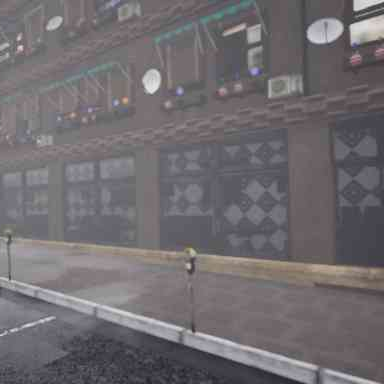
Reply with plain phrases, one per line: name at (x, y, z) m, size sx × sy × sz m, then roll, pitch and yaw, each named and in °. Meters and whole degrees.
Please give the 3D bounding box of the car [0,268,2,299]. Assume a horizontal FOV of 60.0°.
car at (-5.606, 1.642, 6.739) m, size 4.507 × 1.381 × 1.887 m, roll -1°, pitch -2°, yaw 36°
